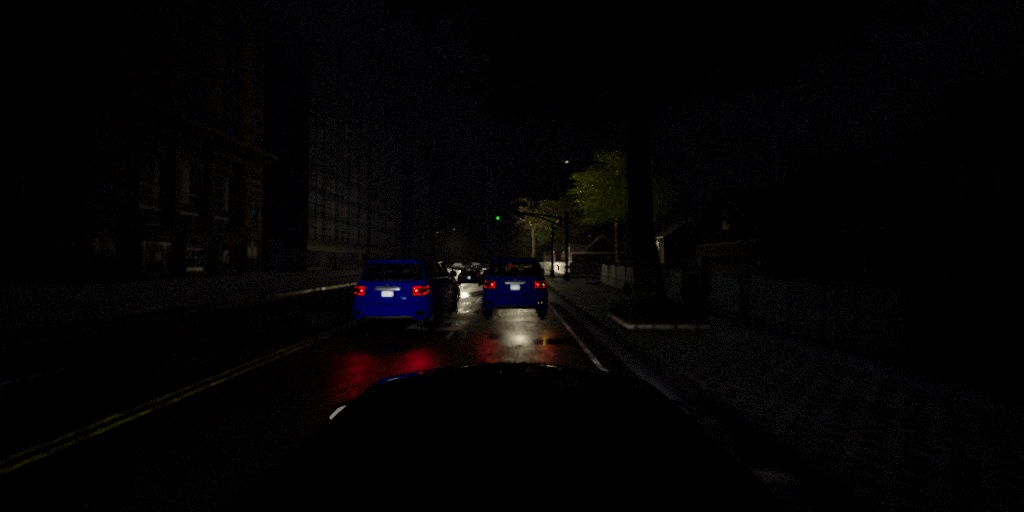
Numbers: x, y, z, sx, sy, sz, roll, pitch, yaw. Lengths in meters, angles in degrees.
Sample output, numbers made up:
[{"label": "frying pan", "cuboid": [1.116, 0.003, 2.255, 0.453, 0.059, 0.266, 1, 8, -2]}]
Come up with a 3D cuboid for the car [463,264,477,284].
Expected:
[{"label": "car", "cuboid": [-3.152, 1.575, 28.283, 1.994, 1.385, 4.181, 0, -1, 0]}]

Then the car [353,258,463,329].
[{"label": "car", "cuboid": [-3.153, 1.070, 11.759, 2.150, 2.045, 5.566, 0, 0, 0]}]

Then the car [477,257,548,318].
[{"label": "car", "cuboid": [0.095, 1.085, 13.620, 2.150, 2.045, 5.566, 0, -1, 0]}]
